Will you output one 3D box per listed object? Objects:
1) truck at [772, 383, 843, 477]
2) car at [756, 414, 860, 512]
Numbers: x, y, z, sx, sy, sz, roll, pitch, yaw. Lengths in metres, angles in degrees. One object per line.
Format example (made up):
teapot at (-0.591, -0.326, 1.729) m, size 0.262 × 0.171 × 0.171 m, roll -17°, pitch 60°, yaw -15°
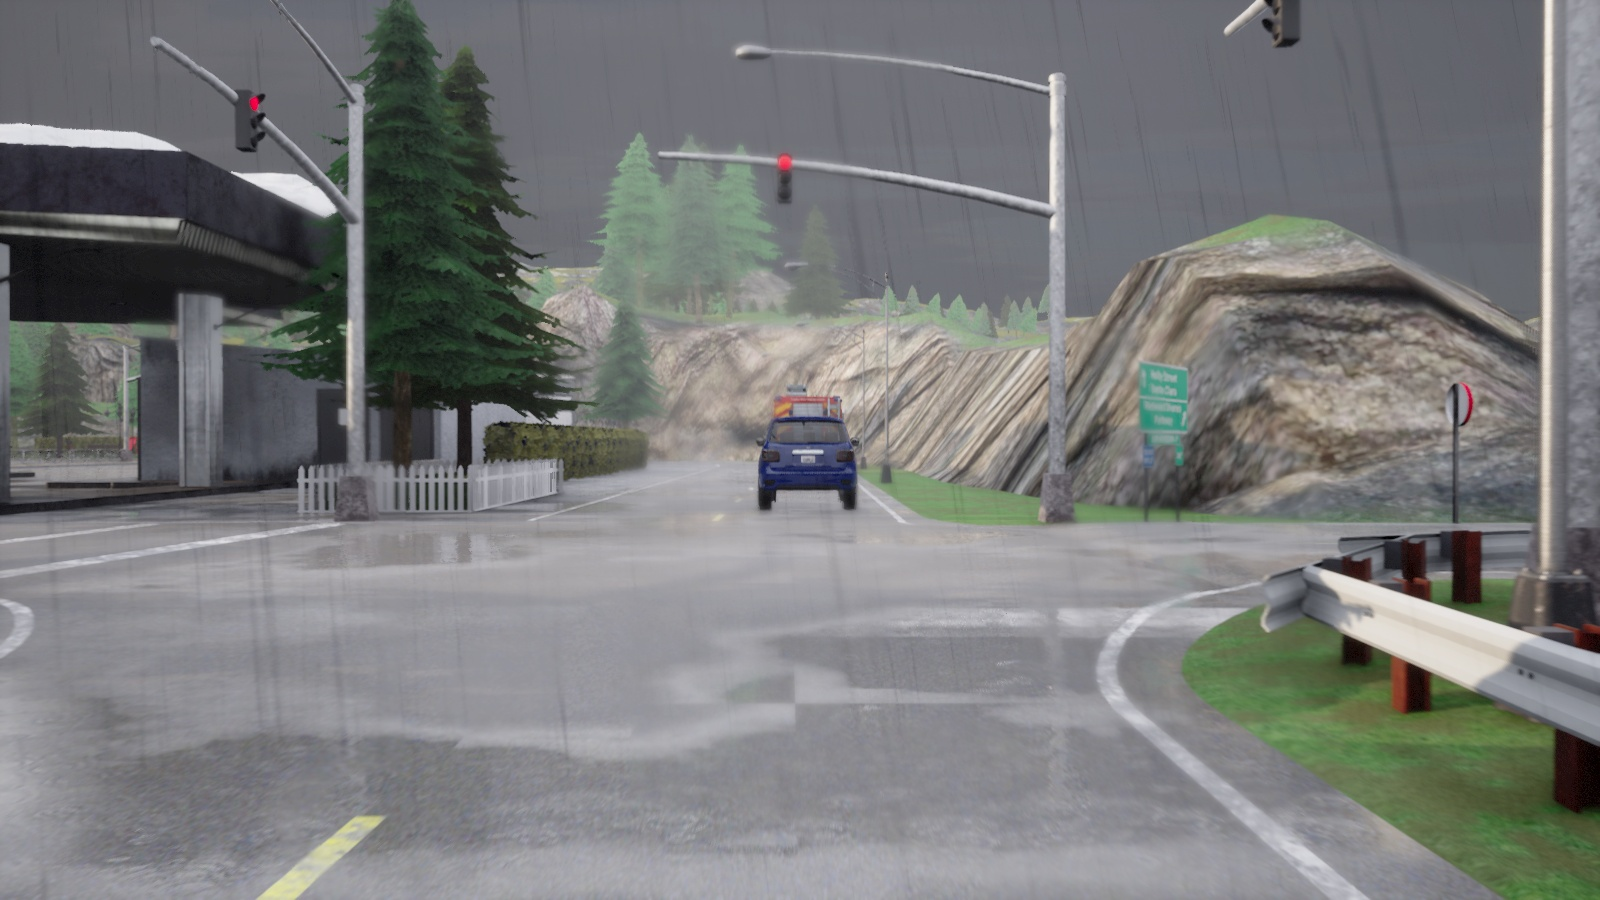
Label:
truck at (0.335, -0.830, 55.363) m, size 2.891 × 3.827 × 8.468 m, roll 0°, pitch 0°, yaw 0°
car at (0.183, 0.251, 28.855) m, size 2.150 × 2.045 × 5.566 m, roll 0°, pitch 0°, yaw 0°
